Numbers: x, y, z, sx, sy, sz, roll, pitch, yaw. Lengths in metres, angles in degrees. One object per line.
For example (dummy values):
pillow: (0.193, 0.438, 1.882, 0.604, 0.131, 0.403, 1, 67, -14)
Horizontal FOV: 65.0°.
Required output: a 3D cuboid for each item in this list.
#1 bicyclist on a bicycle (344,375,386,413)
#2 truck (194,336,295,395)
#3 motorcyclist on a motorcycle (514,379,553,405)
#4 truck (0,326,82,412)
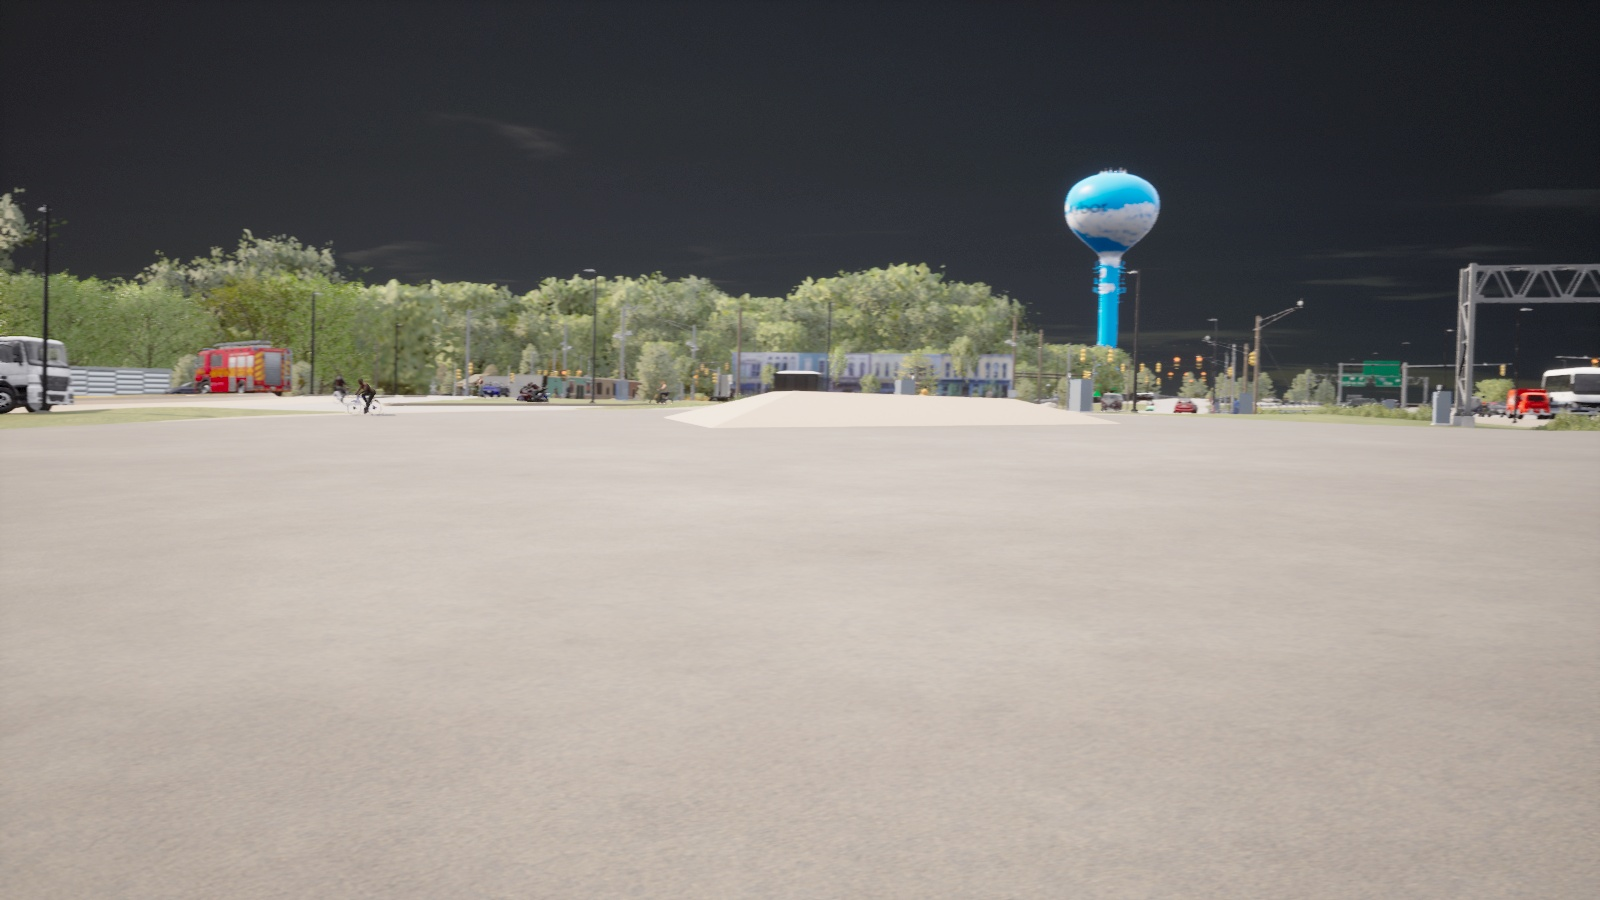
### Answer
bicyclist on a bicycle: (-18.936, -2.426, 54.701, 0.582, 1.620, 1.656, 4, 4, 40)
truck: (-39.245, -5.884, 88.561, 8.468, 3.827, 2.891, 1, 1, 38)
motorcyclist on a motorcycle: (-16.900, -3.672, 79.554, 2.191, 1.530, 0.866, 2, 1, 15)
truck: (-36.643, -3.459, 55.665, 7.936, 3.462, 2.891, -2, 0, 3)
